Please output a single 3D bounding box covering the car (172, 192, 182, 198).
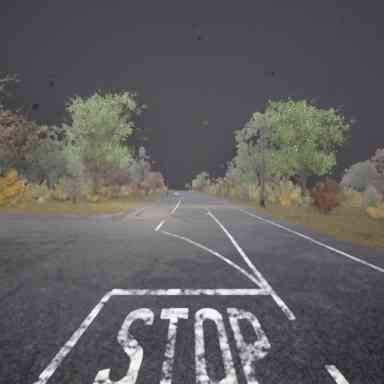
[{"bbox_3d":[-3.585,0.764,79.173,1.812,1.442,4.674,0,1,4],"label":"car"}]
